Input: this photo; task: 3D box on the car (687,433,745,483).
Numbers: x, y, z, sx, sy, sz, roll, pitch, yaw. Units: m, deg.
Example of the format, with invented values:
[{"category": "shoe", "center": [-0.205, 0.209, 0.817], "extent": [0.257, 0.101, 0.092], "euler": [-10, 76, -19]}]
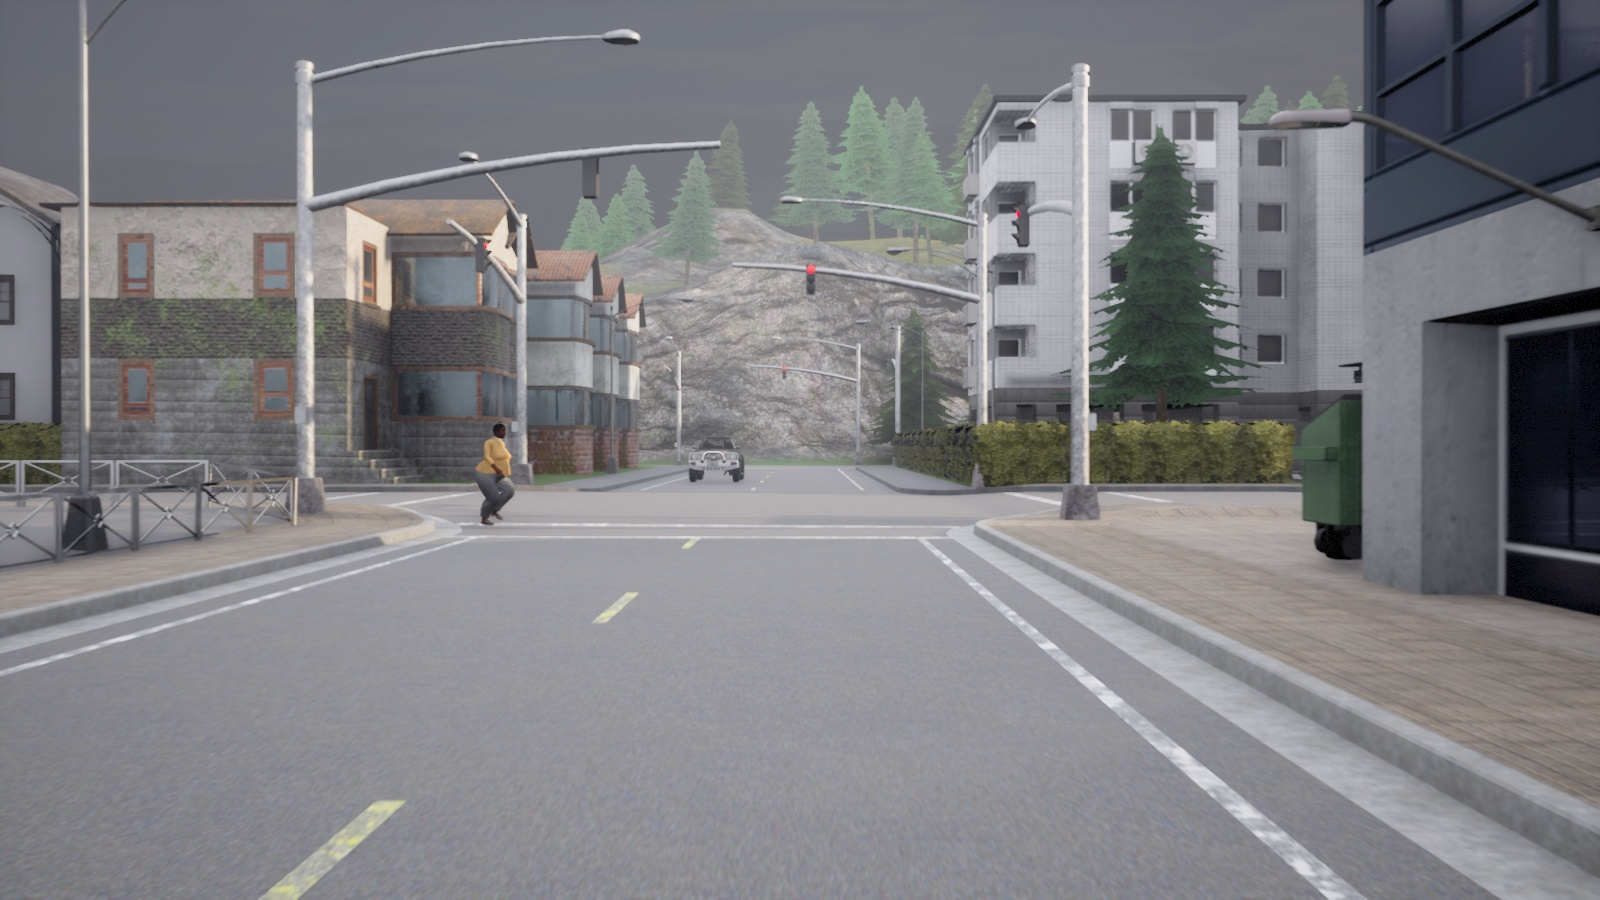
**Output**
[{"category": "car", "center": [-3.212, 0.286, 48.735], "extent": [1.932, 1.855, 4.605], "euler": [0, 0, 0]}]

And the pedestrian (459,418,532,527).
[{"category": "pedestrian", "center": [-5.288, 0.383, 21.868], "extent": [0.900, 1.855, 0.874], "euler": [0, 0, 20]}]
